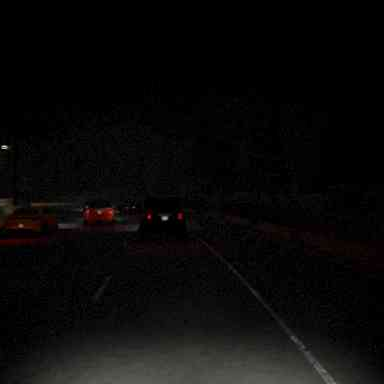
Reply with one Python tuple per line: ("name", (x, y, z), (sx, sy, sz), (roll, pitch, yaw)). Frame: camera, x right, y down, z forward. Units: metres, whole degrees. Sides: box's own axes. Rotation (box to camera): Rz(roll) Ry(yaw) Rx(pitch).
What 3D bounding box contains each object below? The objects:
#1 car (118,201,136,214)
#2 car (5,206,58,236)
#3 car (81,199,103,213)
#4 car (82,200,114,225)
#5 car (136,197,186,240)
("car", (-7.011, 1.693, 37.173), (2.033, 1.411, 5.357), (0, 0, -21))
("car", (-9.151, 1.562, 19.300), (1.882, 1.535, 5.008), (0, 0, -11))
("car", (-12.243, 1.658, 40.569), (2.128, 1.511, 4.902), (0, 0, -23))
("car", (-7.036, 1.457, 25.424), (2.097, 1.767, 4.553), (0, 0, -14))
("car", (-1.692, 1.289, 17.663), (2.150, 2.045, 5.566), (0, 0, -10))
